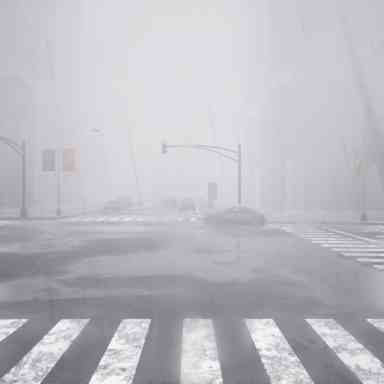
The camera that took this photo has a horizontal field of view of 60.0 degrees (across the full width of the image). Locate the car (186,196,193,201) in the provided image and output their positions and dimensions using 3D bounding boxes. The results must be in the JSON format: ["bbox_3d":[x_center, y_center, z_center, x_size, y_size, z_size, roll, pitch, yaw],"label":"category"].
[{"bbox_3d":[-0.808,1.695,93.278,1.887,1.381,4.507,0,0,0],"label":"car"}]

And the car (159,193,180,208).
[{"bbox_3d":[-3.257,1.383,48.890,2.097,1.767,4.553,0,0,0],"label":"car"}]

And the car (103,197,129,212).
[{"bbox_3d":[-9.070,1.574,38.990,1.947,1.339,4.313,0,0,0],"label":"car"}]

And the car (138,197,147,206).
[{"bbox_3d":[-9.147,1.570,55.098,1.752,1.417,4.829,0,0,0],"label":"car"}]

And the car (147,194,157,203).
[{"bbox_3d":[-9.227,1.668,71.546,1.802,1.307,4.206,0,0,0],"label":"car"}]

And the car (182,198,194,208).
[{"bbox_3d":[-0.597,1.614,49.878,1.802,1.307,4.206,0,0,0],"label":"car"}]

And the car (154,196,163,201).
[{"bbox_3d":[-9.332,1.695,93.249,1.887,1.381,4.507,0,0,0],"label":"car"}]

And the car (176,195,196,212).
[{"bbox_3d":[-0.545,1.448,39.029,1.967,1.590,4.097,0,0,0],"label":"car"}]

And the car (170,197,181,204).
[{"bbox_3d":[-3.417,1.682,69.456,1.895,1.301,4.718,0,0,0],"label":"car"}]

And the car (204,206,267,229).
[{"bbox_3d":[2.902,1.623,22.228,4.181,1.385,1.994,1,0,15],"label":"car"}]

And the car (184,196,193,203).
[{"bbox_3d":[-0.703,1.612,71.748,1.752,1.417,4.829,0,0,0],"label":"car"}]

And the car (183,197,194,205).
[{"bbox_3d":[-0.650,1.603,60.728,1.887,1.381,4.507,0,0,0],"label":"car"}]

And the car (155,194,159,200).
[{"bbox_3d":[-9.254,1.417,76.973,2.192,1.841,5.009,0,0,0],"label":"car"}]

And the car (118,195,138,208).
[{"bbox_3d":[-9.097,1.335,44.417,2.192,1.841,5.009,0,0,0],"label":"car"}]
